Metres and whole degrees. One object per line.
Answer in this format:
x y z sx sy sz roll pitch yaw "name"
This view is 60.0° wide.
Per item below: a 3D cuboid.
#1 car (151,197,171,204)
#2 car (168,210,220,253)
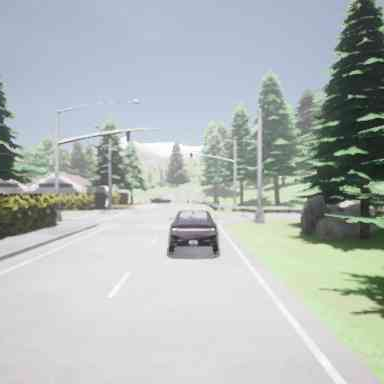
-5.767 1.552 61.559 1.895 1.301 4.718 0 0 -34 "car"
0.066 1.480 13.539 2.128 1.511 4.902 0 0 0 "car"
